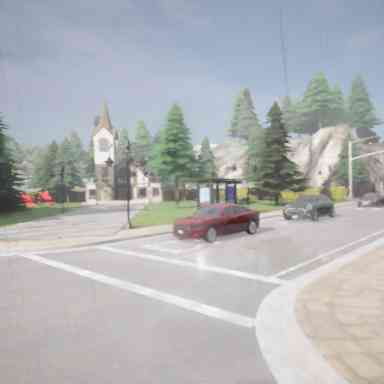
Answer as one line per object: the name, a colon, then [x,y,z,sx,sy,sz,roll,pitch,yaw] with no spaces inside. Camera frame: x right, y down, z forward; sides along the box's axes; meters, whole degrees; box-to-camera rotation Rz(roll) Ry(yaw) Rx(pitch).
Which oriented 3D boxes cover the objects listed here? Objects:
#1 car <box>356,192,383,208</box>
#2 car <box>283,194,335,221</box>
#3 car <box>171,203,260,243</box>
car: [18.500,0.787,34.107,1.812,1.442,4.674,-1,1,43]
car: [8.035,0.948,22.784,2.097,1.767,4.553,-1,1,43]
car: [1.216,1.291,15.366,1.882,1.535,5.008,-1,1,43]
